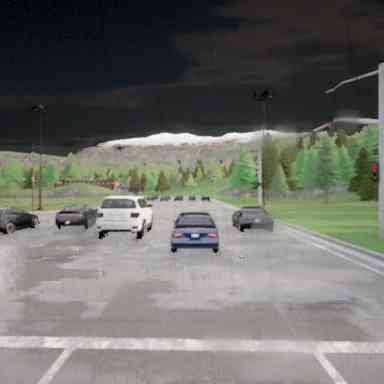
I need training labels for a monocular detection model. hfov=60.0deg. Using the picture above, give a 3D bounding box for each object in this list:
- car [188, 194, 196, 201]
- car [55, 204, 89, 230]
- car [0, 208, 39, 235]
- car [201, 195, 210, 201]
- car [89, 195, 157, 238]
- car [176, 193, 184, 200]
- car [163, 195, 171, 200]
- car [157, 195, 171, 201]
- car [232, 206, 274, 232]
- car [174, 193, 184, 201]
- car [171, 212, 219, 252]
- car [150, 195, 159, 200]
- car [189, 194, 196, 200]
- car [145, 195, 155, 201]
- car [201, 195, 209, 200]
[{"bbox_3d":[0.034,1.517,83.129,1.812,1.442,4.674,0,0,0],"label":"car"},{"bbox_3d":[-6.890,1.490,20.873,2.128,1.511,4.902,0,0,0],"label":"car"},{"bbox_3d":[-10.391,1.563,18.787,1.994,1.385,4.181,0,0,0],"label":"car"},{"bbox_3d":[3.534,1.470,83.076,1.882,1.535,5.008,0,0,0],"label":"car"},{"bbox_3d":[-3.392,1.220,17.612,2.150,2.045,5.566,0,0,0],"label":"car"},{"bbox_3d":[-3.461,1.293,93.320,2.097,1.767,4.553,0,0,0],"label":"car"},{"bbox_3d":[-6.961,1.481,93.352,2.033,1.411,5.357,0,0,0],"label":"car"},{"bbox_3d":[-6.966,1.533,82.960,2.033,1.411,5.357,0,0,0],"label":"car"},{"bbox_3d":[3.609,1.562,20.251,1.994,1.385,4.181,0,0,0],"label":"car"},{"bbox_3d":[-3.466,1.588,83.189,1.895,1.301,4.718,0,0,0],"label":"car"},{"bbox_3d":[0.107,1.546,13.923,2.033,1.411,5.357,0,0,0],"label":"car"},{"bbox_3d":[-10.461,1.480,93.353,2.033,1.411,5.357,0,0,0],"label":"car"},{"bbox_3d":[0.039,1.413,93.348,1.882,1.535,5.008,0,0,0],"label":"car"},{"bbox_3d":[-10.465,1.546,83.593,1.994,1.385,4.181,0,0,0],"label":"car"},{"bbox_3d":[3.539,1.487,93.346,1.994,1.385,4.181,0,0,0],"label":"car"}]
